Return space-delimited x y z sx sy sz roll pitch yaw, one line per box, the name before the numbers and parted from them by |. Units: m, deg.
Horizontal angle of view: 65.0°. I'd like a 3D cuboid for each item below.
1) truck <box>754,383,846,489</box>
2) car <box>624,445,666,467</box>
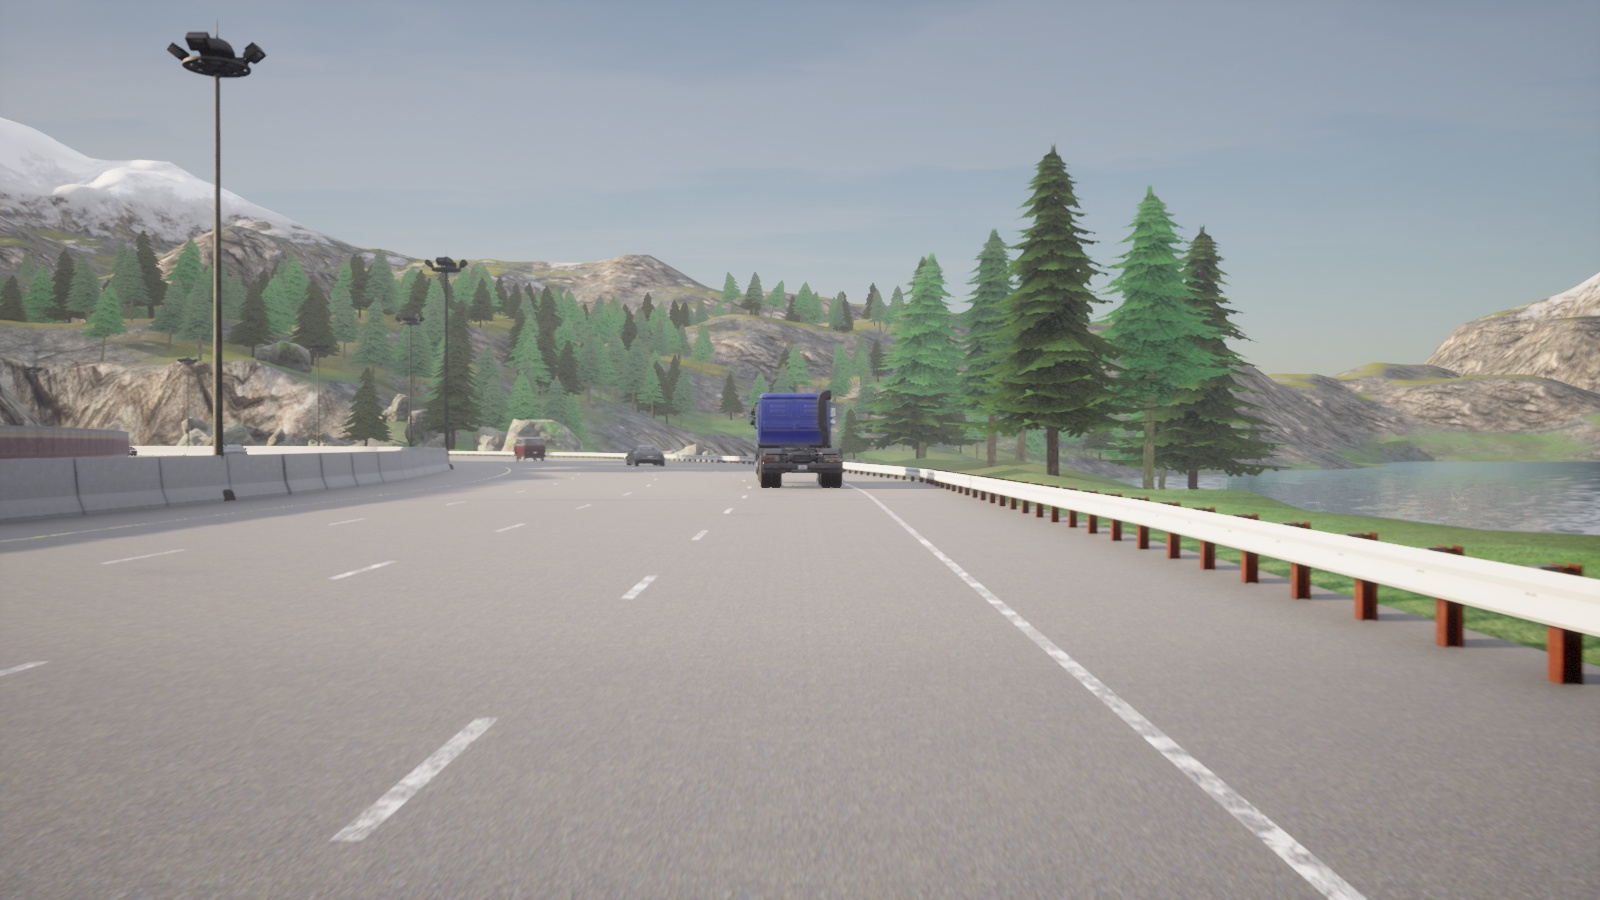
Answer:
truck | -0.126 -0.489 44.953 2.891 3.462 7.936 0 0 -3
car | -9.973 0.349 80.434 1.994 1.385 4.181 0 0 -16
